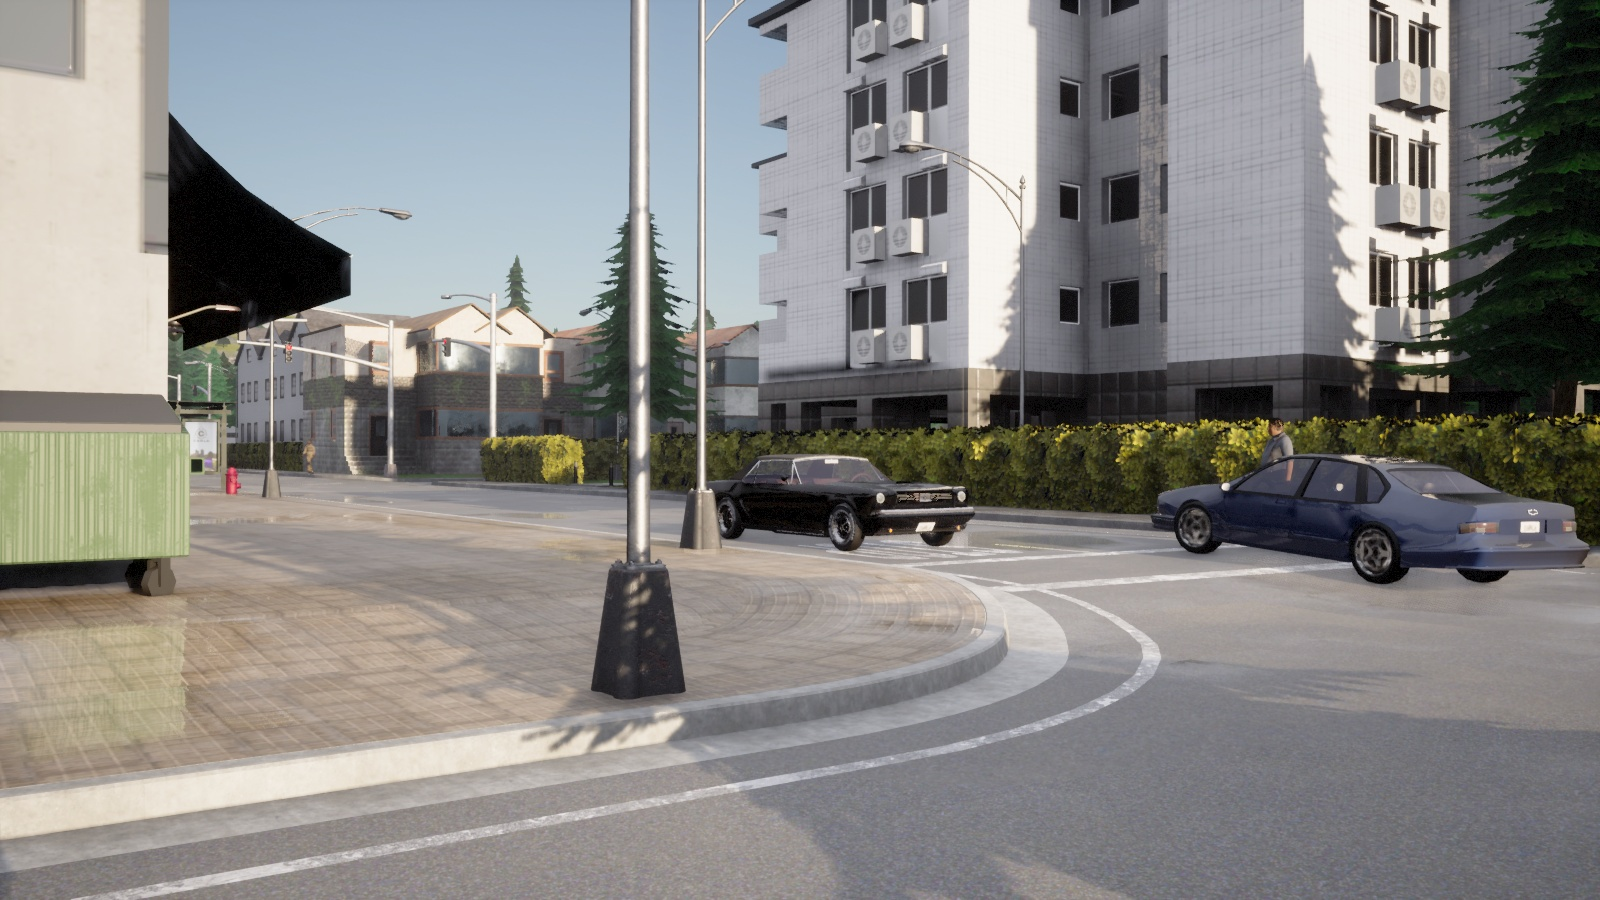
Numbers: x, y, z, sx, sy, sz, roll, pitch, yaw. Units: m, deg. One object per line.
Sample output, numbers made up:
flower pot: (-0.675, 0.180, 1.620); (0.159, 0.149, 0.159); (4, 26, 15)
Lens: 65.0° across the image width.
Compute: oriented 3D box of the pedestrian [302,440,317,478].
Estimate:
pedestrian: (-25.349, 0.459, 64.900); (0.396, 1.930, 0.692); (0, 0, 16)

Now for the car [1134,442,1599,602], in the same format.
car: (6.627, 0.712, 15.403); (2.033, 1.411, 5.357); (1, 2, -22)

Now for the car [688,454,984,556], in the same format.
car: (0.369, 0.714, 18.579); (1.895, 1.301, 4.718); (0, 0, -36)

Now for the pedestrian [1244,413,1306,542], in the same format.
pedestrian: (6.912, 0.396, 18.285); (0.694, 1.848, 0.540); (0, 0, 0)
